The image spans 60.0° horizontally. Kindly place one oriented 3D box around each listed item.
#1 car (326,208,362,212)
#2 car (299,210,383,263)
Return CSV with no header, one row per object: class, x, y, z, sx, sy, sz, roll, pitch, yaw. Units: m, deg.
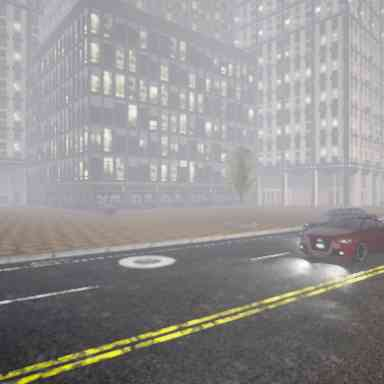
car,8.271,1.563,18.141,5.357,1.411,2.033,0,0,-38
car,5.770,1.574,12.100,4.181,1.385,1.994,0,0,-38
